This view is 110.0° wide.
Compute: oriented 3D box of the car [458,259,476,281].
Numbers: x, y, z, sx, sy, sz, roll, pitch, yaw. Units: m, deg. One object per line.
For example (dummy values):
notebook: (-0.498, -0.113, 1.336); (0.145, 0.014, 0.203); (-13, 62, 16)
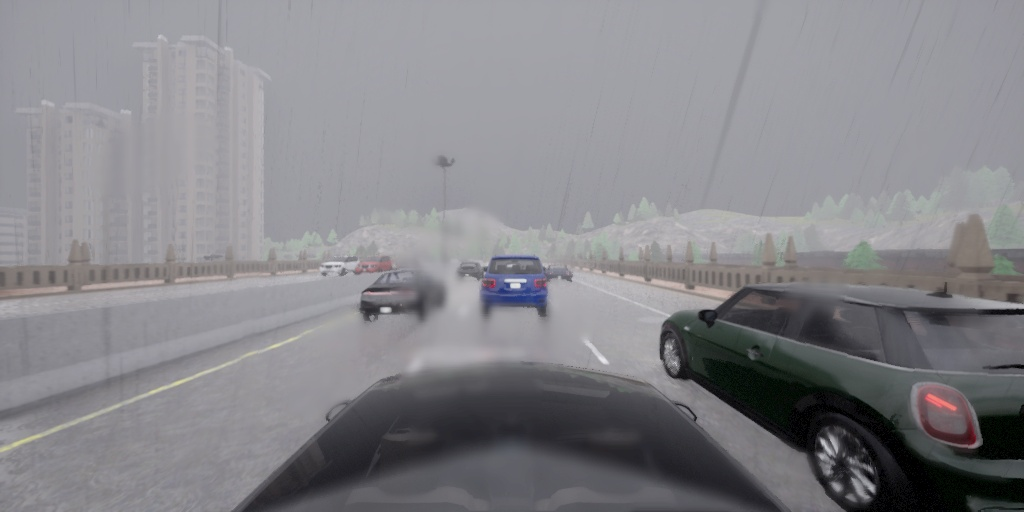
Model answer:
car: (-3.394, 1.258, 30.207); (1.837, 1.490, 4.892); (0, 0, 0)

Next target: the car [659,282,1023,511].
car: (3.601, 1.102, 4.392); (2.097, 1.767, 4.553); (0, 0, 0)

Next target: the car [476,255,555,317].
car: (0.103, 0.972, 13.277); (2.150, 2.045, 5.566); (0, 0, 0)

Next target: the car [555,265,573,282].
car: (3.607, 1.354, 28.903); (1.895, 1.301, 4.718); (0, 0, 0)

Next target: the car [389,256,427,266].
car: (-10.582, 1.109, 36.755); (2.097, 1.767, 4.553); (0, 0, 0)

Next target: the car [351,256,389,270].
car: (-14.082, 0.977, 37.007); (2.150, 2.045, 5.566); (0, 0, 0)

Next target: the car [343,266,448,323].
car: (-3.398, 1.241, 12.083); (2.128, 1.511, 4.902); (0, 0, 0)

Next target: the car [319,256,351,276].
car: (-17.581, 0.978, 37.082); (2.150, 2.045, 5.566); (0, 0, 0)
